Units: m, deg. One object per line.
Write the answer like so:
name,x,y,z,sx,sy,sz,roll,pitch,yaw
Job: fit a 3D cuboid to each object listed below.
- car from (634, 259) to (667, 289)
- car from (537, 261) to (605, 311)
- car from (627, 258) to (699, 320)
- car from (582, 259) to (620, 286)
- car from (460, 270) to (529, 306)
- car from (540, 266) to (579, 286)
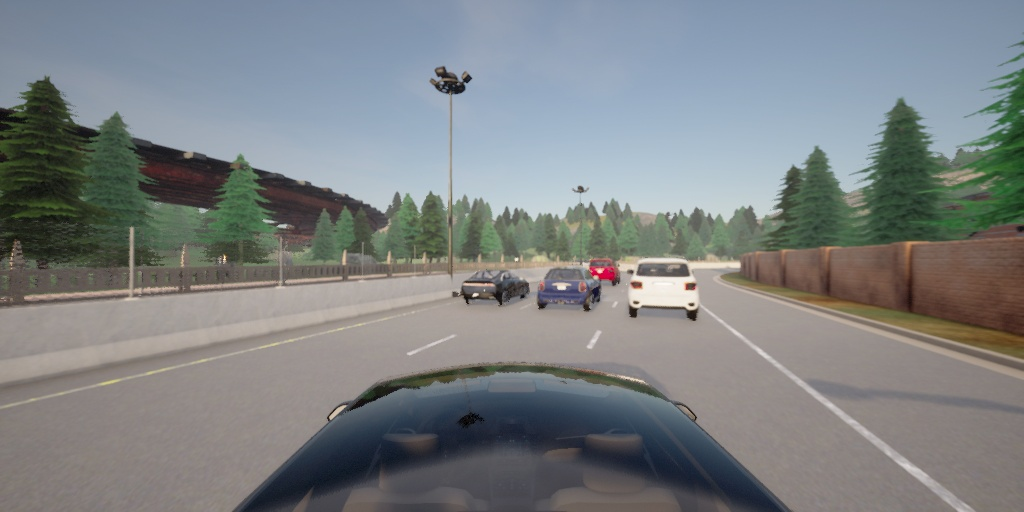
car,10.710,1.240,27.730,2.150,2.045,5.566,0,0,21
car,2.615,1.245,15.610,2.097,1.767,4.553,0,-1,20
car,5.611,1.096,13.631,2.150,2.045,5.566,0,0,20
car,7.407,1.255,28.893,2.150,2.045,5.566,0,0,21
car,-0.650,1.403,16.873,2.128,1.511,4.902,0,0,20
car,4.109,1.593,30.060,2.033,1.411,5.357,0,-1,21
